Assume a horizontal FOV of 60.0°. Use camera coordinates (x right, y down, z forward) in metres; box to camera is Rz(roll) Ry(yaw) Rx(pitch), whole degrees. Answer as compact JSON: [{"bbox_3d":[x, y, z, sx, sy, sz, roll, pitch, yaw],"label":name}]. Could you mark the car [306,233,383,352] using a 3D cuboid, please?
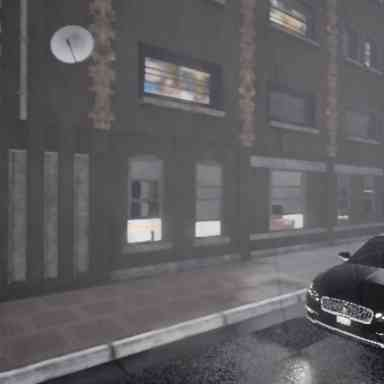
[{"bbox_3d":[4.045,1.495,5.939,4.892,1.490,1.837,0,0,-35],"label":"car"}]
